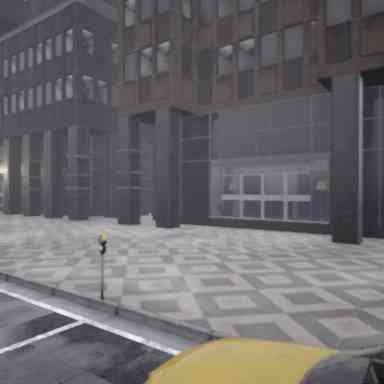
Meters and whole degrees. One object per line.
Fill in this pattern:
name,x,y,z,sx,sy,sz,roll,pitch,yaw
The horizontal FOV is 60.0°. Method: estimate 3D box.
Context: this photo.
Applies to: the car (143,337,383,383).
car,1.642,1.526,1.792,4.829,1.417,1.752,0,0,35
